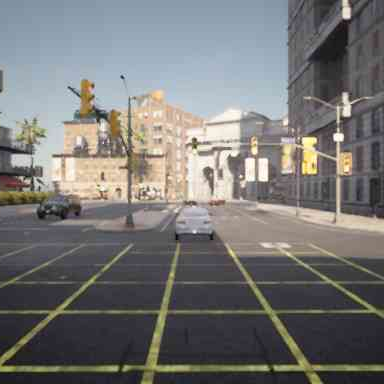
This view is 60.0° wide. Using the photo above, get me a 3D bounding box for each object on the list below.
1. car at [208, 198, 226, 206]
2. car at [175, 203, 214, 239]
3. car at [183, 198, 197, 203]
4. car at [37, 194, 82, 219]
[{"bbox_3d":[4.215,1.559,55.076,1.895,1.301,4.718,0,0,20],"label":"car"},{"bbox_3d":[0.112,1.514,17.141,1.812,1.442,4.674,0,0,0],"label":"car"},{"bbox_3d":[-0.370,1.563,55.052,1.895,1.301,4.718,0,0,-8],"label":"car"},{"bbox_3d":[-11.498,1.211,29.313,2.150,2.045,5.566,0,0,0],"label":"car"}]
